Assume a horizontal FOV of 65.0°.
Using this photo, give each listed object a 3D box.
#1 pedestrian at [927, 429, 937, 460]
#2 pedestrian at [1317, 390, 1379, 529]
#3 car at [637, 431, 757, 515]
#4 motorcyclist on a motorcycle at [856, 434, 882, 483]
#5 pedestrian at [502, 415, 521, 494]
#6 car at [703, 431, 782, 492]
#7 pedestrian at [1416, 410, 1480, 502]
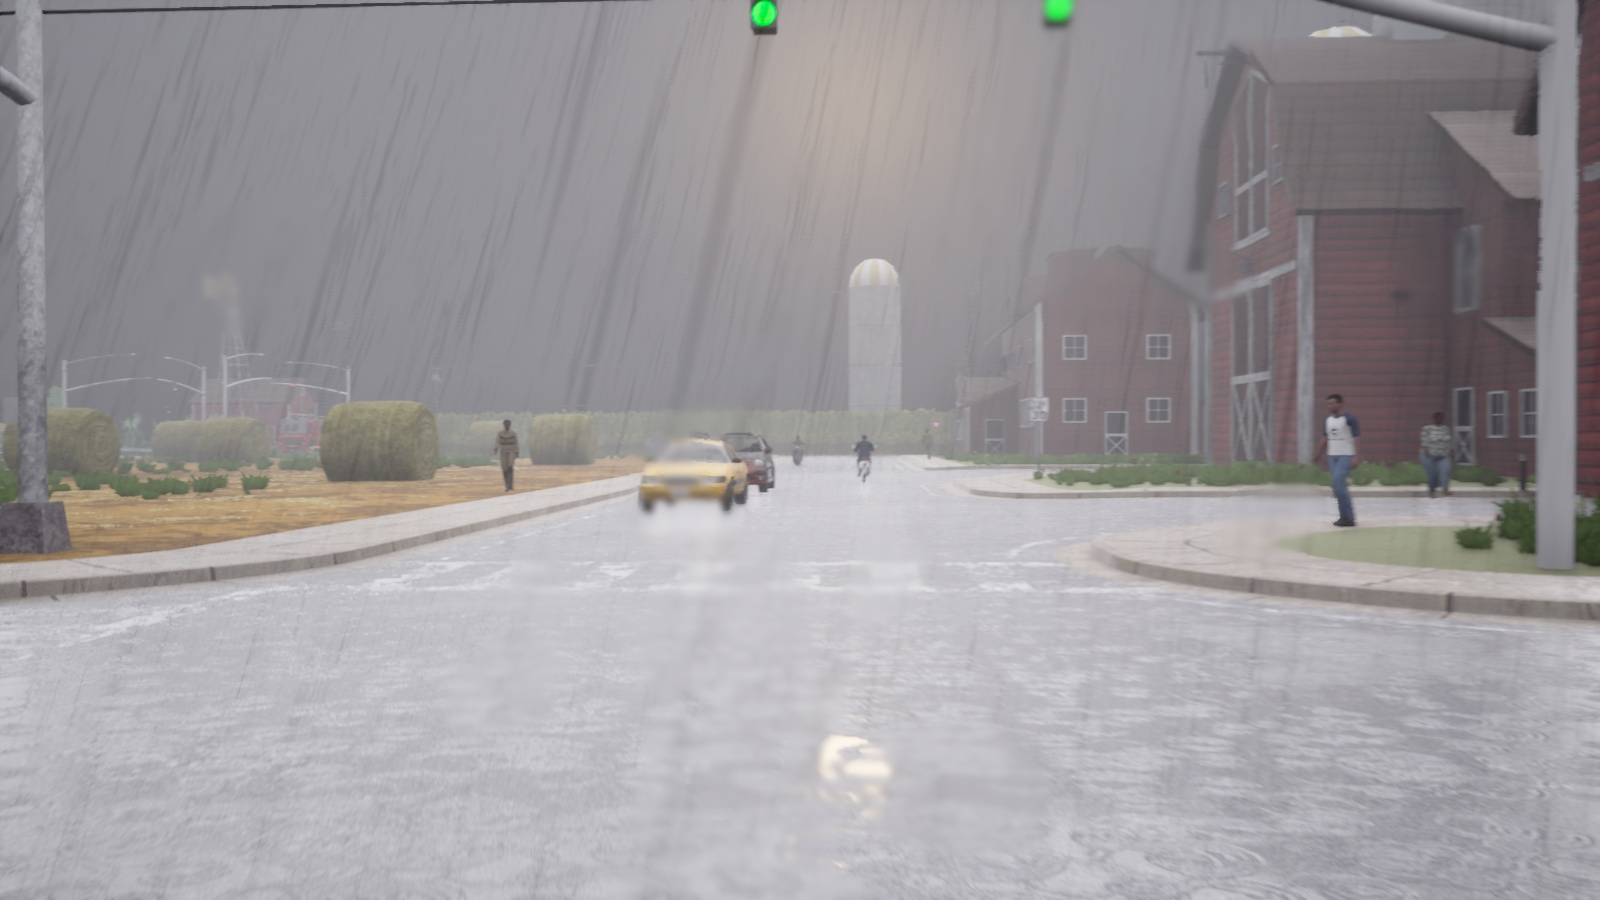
[{"bbox_3d":[7.866,-0.341,74.835,0.431,1.840,0.709,0,1,-8],"label":"pedestrian"},{"bbox_3d":[7.338,0.125,16.824,0.706,1.836,0.354,0,1,-21],"label":"pedestrian"},{"bbox_3d":[-2.021,0.420,26.273,1.801,1.575,5.366,0,0,3],"label":"car"},{"bbox_3d":[2.298,0.276,41.993,0.866,1.590,1.817,0,1,3],"label":"motorcyclist on a motorcycle"},{"bbox_3d":[-7.104,0.104,30.907,0.396,1.930,0.692,0,1,-8],"label":"pedestrian"},{"bbox_3d":[-1.549,0.293,35.371,1.851,1.617,3.988,0,1,3],"label":"car"},{"bbox_3d":[13.287,0.110,25.784,0.874,1.855,0.900,0,1,4],"label":"pedestrian"}]
